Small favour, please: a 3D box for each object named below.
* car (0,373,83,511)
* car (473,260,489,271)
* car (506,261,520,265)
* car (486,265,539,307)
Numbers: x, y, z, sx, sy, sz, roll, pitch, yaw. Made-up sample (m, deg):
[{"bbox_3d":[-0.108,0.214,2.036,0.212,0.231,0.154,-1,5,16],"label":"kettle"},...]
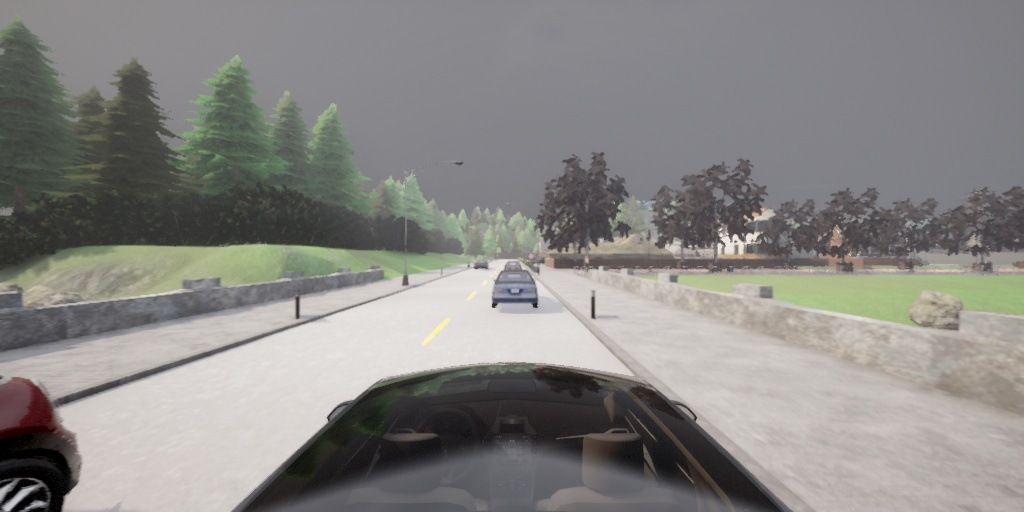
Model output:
[{"bbox_3d":[-4.099,1.105,0.510,2.097,1.767,4.553,0,0,0],"label":"car"},{"bbox_3d":[-4.087,1.197,48.557,2.033,1.411,5.357,0,0,0],"label":"car"},{"bbox_3d":[0.099,1.221,37.111,2.033,1.411,5.357,0,0,0],"label":"car"},{"bbox_3d":[0.107,1.269,15.107,2.033,1.411,5.357,0,0,0],"label":"car"}]
